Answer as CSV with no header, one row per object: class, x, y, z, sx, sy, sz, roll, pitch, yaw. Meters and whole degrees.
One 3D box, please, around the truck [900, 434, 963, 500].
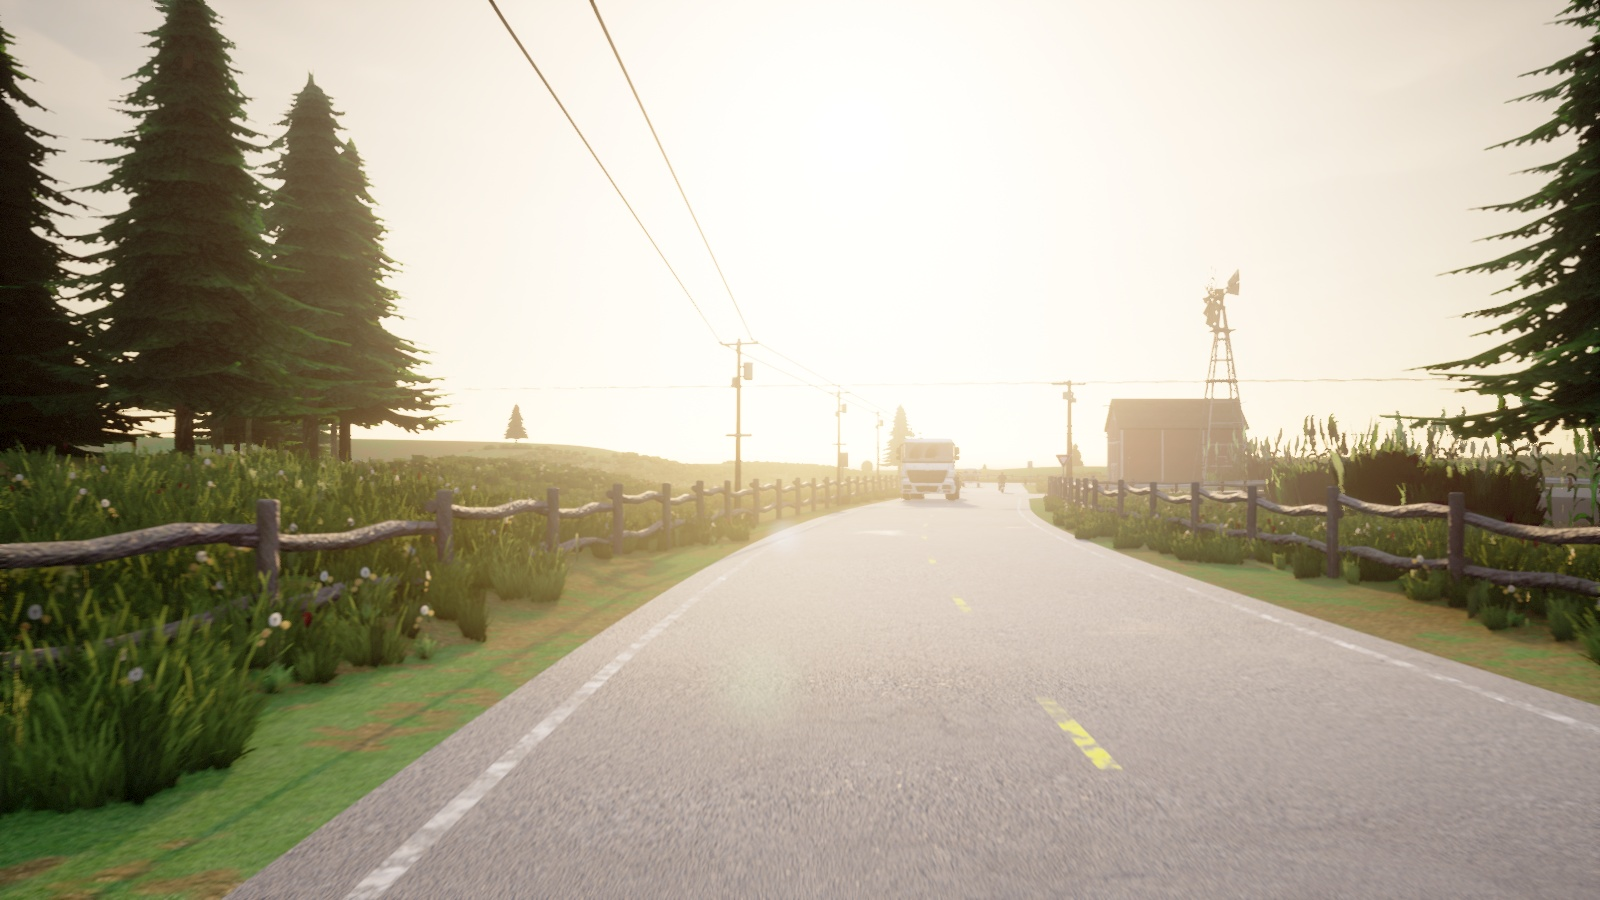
truck,7.395,0.975,69.959,2.891,3.462,7.936,0,-1,10
